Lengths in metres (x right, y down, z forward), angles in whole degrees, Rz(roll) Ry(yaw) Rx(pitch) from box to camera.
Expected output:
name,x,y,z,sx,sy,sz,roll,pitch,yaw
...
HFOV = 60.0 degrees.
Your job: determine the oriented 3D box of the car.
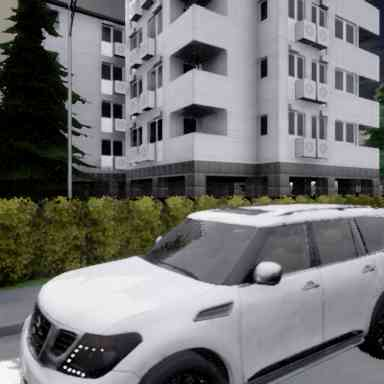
name,x,y,z,sx,sy,sz,roll,pitch,yaw
car,0.809,1.221,4.507,5.566,2.045,2.150,0,0,-33
